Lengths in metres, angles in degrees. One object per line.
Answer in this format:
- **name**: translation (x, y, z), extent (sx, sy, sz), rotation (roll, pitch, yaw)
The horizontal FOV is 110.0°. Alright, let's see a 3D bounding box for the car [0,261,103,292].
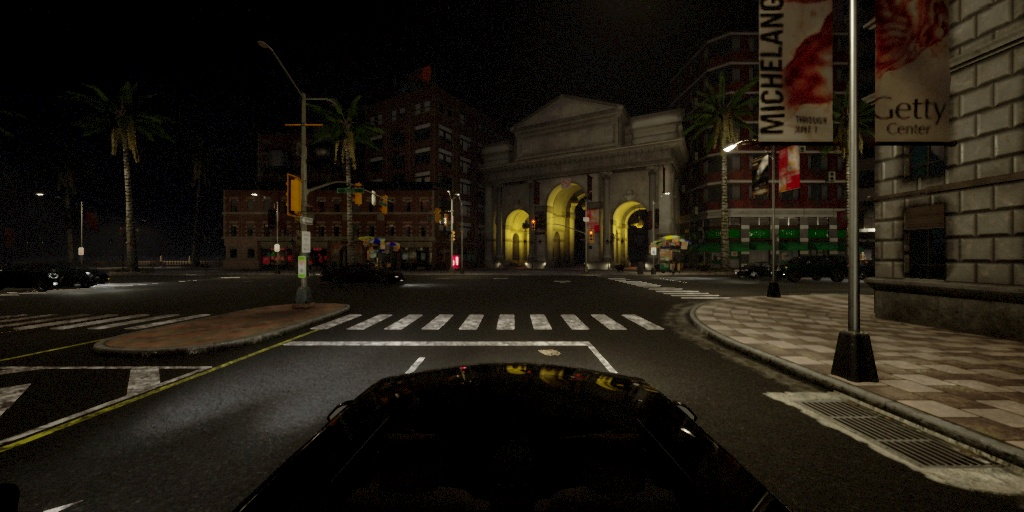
- **car**: translation (-27.382, 1.102, 21.007), extent (4.553, 1.767, 2.097), rotation (0, 0, 6)

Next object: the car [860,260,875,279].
- **car**: translation (31.281, 1.102, 31.588), extent (4.553, 1.767, 2.097), rotation (0, 0, 2)

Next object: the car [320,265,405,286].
- **car**: translation (-10.275, 1.298, 24.770), extent (5.357, 1.411, 2.033), rotation (0, 0, 0)

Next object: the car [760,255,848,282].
- **car**: translation (23.281, 0.971, 28.255), extent (5.566, 2.045, 2.150), rotation (0, 0, 0)

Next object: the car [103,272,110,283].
- **car**: translation (-30.776, 1.314, 24.895), extent (4.181, 1.385, 1.994), rotation (0, 0, 0)

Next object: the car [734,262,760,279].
- **car**: translation (22.305, 1.242, 31.751), extent (4.902, 1.511, 2.128), rotation (0, 0, 0)
